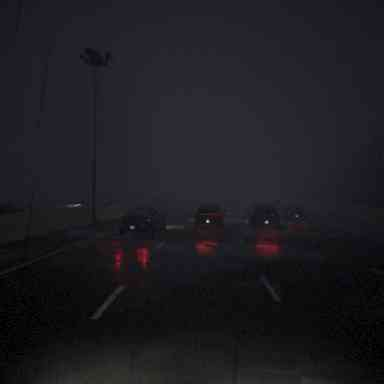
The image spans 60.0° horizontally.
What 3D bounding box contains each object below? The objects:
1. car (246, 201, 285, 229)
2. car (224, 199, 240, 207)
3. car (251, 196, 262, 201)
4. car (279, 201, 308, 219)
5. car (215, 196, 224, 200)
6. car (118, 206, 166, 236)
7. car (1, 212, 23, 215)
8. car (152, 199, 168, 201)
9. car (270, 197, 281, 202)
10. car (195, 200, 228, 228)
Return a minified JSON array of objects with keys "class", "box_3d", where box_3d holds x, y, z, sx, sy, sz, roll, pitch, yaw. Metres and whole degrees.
[{"class":"car","box_3d":[4.856,1.592,22.692,1.837,1.490,4.892,0,0,7]},{"class":"car","box_3d":[6.947,1.750,54.890,1.895,1.301,4.718,1,0,12]},{"class":"car","box_3d":[12.464,1.581,64.123,2.097,1.767,4.553,1,0,11]},{"class":"car","box_3d":[9.271,1.752,30.342,1.895,1.301,4.718,1,0,10]},{"class":"car","box_3d":[5.487,1.646,64.913,1.837,1.490,4.892,1,0,11]},{"class":"car","box_3d":[-2.638,1.512,18.276,1.812,1.442,4.674,0,0,6]},{"class":"car","box_3d":[-12.993,1.406,21.600,2.033,1.411,5.357,1,0,6]},{"class":"car","box_3d":[-5.923,1.621,61.908,1.895,1.301,4.718,1,0,12]},{"class":"car","box_3d":[15.939,1.751,63.650,1.882,1.535,5.008,1,0,11]},{"class":"car","box_3d":[1.286,1.547,22.922,1.837,1.490,4.892,0,0,7]}]
